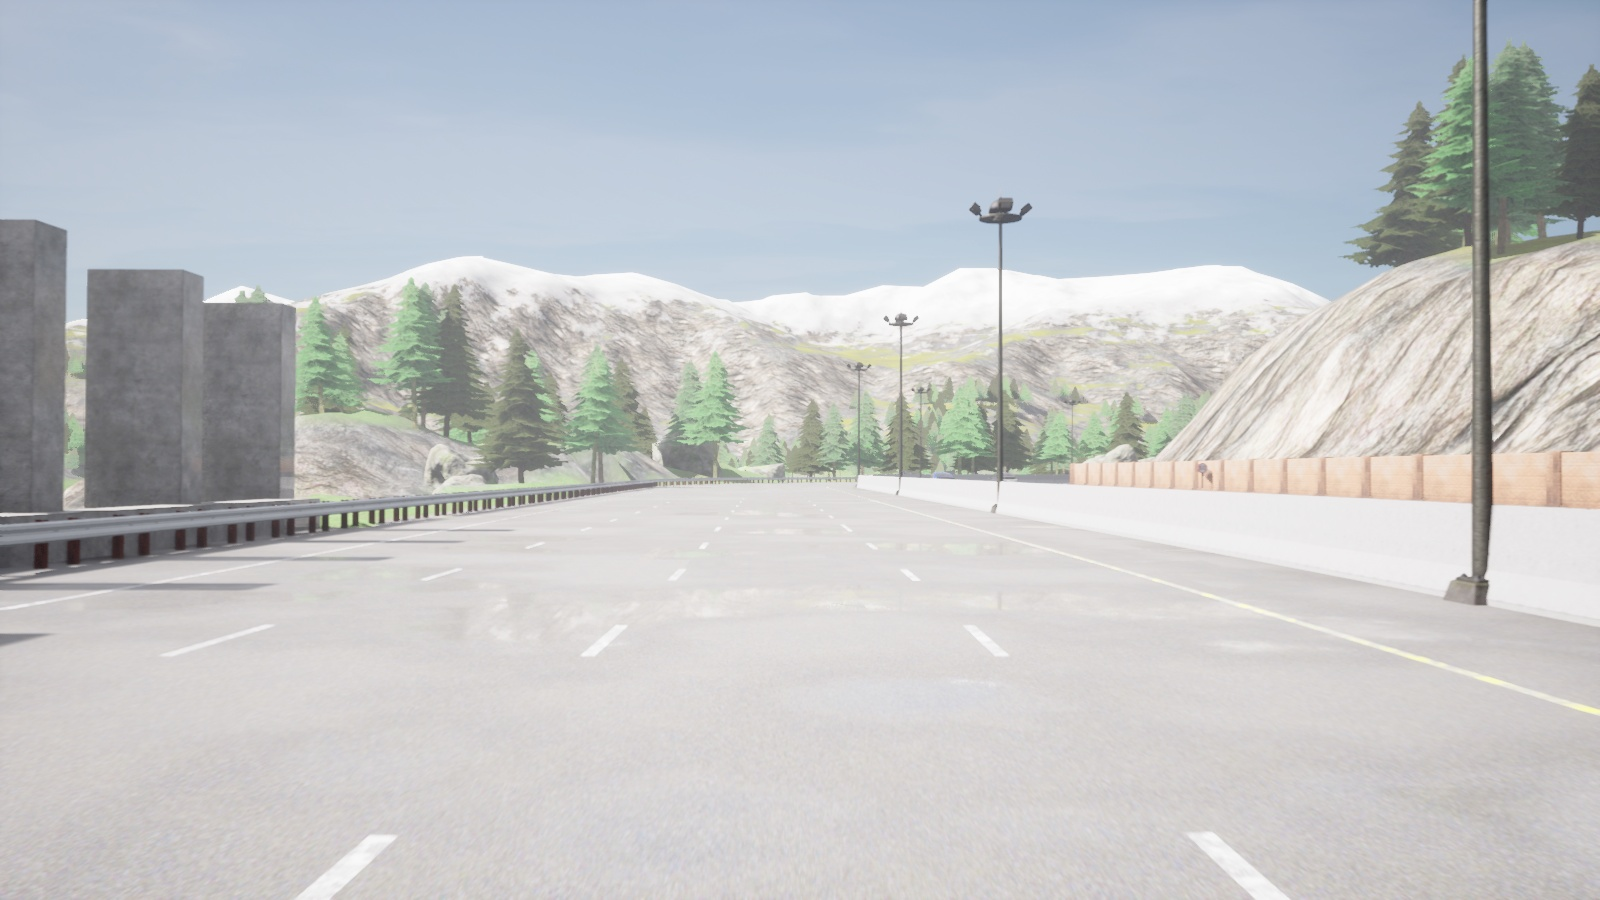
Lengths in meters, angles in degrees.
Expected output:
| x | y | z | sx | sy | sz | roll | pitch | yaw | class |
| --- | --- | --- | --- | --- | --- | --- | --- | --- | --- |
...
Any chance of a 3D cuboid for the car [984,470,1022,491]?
| x | y | z | sx | sy | sz | roll | pitch | yaw | class |
| --- | --- | --- | --- | --- | --- | --- | --- | --- | --- |
| 15.440 | 2.303 | 95.814 | 2.007 | 1.525 | 4.514 | 0 | -1 | -2 | car |
